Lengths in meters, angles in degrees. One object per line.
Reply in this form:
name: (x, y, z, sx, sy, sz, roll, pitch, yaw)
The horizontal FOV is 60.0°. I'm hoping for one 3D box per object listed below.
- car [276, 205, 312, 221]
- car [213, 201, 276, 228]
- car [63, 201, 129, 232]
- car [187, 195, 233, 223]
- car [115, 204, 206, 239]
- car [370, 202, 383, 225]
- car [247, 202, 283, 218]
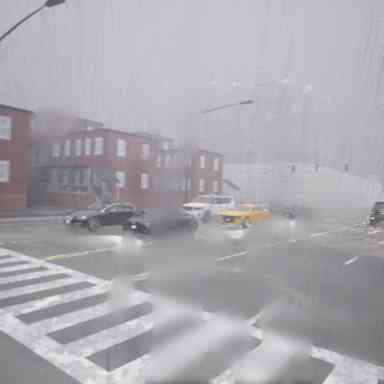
car: (9.956, 1.962, 31.883, 1.994, 1.385, 4.181, 2, 0, 38)
car: (3.924, 1.625, 24.062, 1.882, 1.535, 5.008, 2, 0, 38)
car: (-4.713, 1.276, 18.579, 2.128, 1.511, 4.902, 2, 0, 38)
car: (1.392, 1.259, 26.492, 2.150, 2.045, 5.566, 2, 0, 38)
car: (-1.488, 1.487, 17.034, 1.994, 1.385, 4.181, 2, 0, 38)
car: (17.725, 1.951, 30.195, 2.150, 2.045, 5.566, 2, 0, 37)
car: (7.660, 1.824, 34.621, 1.812, 1.442, 4.674, 2, 0, 38)
